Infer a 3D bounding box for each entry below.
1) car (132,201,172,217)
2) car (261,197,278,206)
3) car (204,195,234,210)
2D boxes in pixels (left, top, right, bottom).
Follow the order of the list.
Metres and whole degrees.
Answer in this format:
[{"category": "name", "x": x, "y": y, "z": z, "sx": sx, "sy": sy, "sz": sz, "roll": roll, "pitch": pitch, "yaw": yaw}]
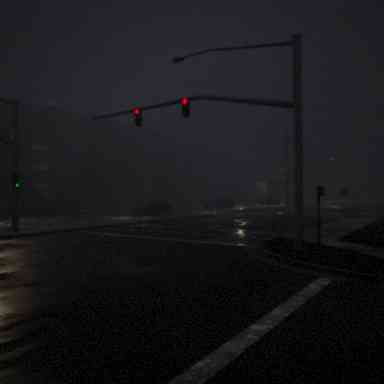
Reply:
[{"category": "car", "x": -4.178, "y": 1.745, "z": 35.471, "sx": 1.882, "sy": 1.535, "sz": 5.008, "roll": -1, "pitch": 0, "yaw": 35}, {"category": "car", "x": 14.521, "y": 1.773, "z": 61.964, "sx": 2.128, "sy": 1.511, "sz": 4.902, "roll": -1, "pitch": 0, "yaw": 35}, {"category": "car", "x": 3.889, "y": 1.491, "z": 46.969, "sx": 2.150, "sy": 2.045, "sz": 5.566, "roll": -1, "pitch": -1, "yaw": 35}]
